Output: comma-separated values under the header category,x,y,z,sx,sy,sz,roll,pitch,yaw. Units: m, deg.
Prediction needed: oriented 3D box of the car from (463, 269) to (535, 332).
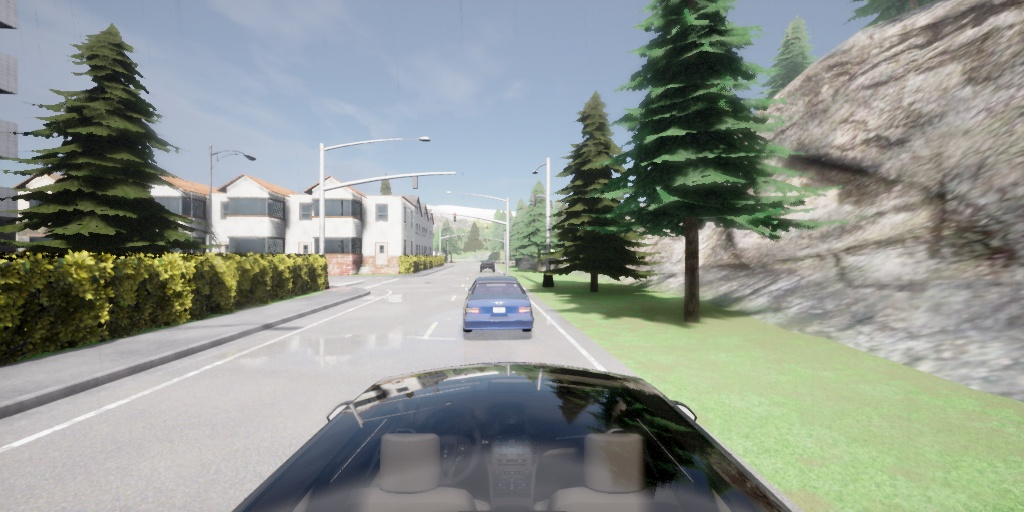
category,x,y,z,sx,sy,sz,roll,pitch,yaw
car,-0.478,1.297,10.802,2.033,1.411,5.357,0,0,-4

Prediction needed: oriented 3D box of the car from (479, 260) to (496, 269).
category,x,y,z,sx,sy,sz,roll,pitch,yaw
car,-3.106,1.255,45.278,1.837,1.490,4.892,0,0,-4
